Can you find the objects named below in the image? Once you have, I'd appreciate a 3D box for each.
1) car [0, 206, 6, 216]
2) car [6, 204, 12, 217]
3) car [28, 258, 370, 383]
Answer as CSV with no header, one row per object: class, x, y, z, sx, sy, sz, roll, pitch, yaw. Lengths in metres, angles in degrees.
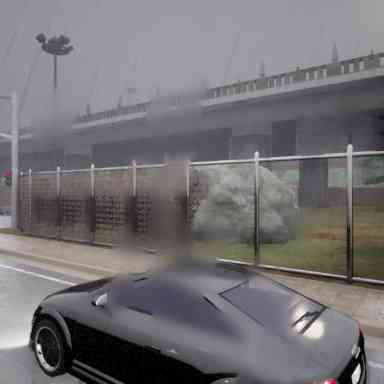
car,-7.854,1.221,9.563,5.566,2.045,2.150,0,0,36
car,-16.765,1.620,32.489,1.994,1.385,4.181,0,0,35
car,-0.173,1.564,4.114,4.181,1.385,1.994,0,0,36
